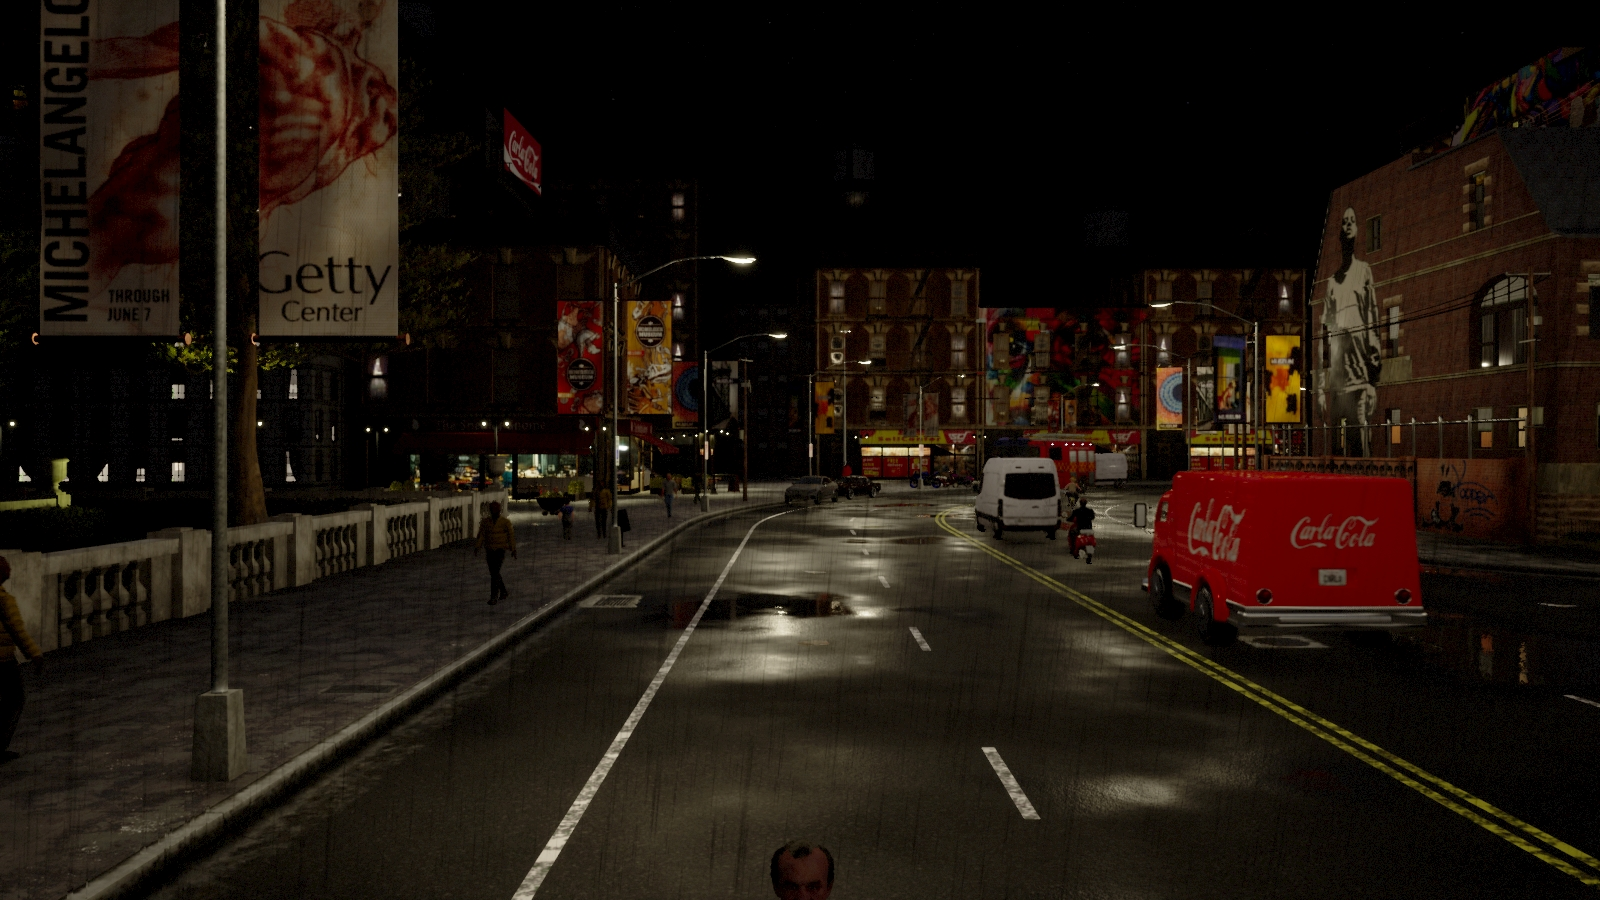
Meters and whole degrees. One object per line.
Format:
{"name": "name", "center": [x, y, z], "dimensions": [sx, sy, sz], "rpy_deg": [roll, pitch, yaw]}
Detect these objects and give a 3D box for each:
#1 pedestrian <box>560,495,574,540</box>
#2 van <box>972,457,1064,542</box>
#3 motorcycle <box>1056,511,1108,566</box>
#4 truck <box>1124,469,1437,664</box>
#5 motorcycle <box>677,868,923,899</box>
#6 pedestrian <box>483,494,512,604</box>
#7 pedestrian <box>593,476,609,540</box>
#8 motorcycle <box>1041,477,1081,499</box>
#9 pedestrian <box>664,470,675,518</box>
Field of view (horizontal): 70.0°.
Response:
{"name": "pedestrian", "center": [-6.835, 1.978, 33.505], "dimensions": [0.375, 1.300, 0.375], "rpy_deg": [0, 0, -12]}
{"name": "van", "center": [7.096, 1.534, 37.811], "dimensions": [1.988, 2.561, 5.915], "rpy_deg": [0, 0, 1]}
{"name": "motorcycle", "center": [7.033, 2.182, 28.543], "dimensions": [0.856, 1.236, 1.805], "rpy_deg": [0, 0, 0]}
{"name": "truck", "center": [7.027, 1.568, 17.568], "dimensions": [2.627, 2.467, 5.204], "rpy_deg": [0, 0, 0]}
{"name": "motorcycle", "center": [-0.002, 2.182, 3.374], "dimensions": [0.856, 1.236, 1.805], "rpy_deg": [0, 0, 0]}
{"name": "pedestrian", "center": [-5.211, 1.696, 19.705], "dimensions": [0.375, 1.860, 0.375], "rpy_deg": [0, 0, 5]}
{"name": "pedestrian", "center": [-5.843, 1.696, 33.540], "dimensions": [0.375, 1.860, 0.375], "rpy_deg": [0, 0, 1]}
{"name": "motorcycle", "center": [15.103, 2.205, 65.999], "dimensions": [2.209, 1.251, 0.867], "rpy_deg": [0, -1, 16]}
{"name": "pedestrian", "center": [-5.039, 1.696, 44.211], "dimensions": [0.375, 1.860, 0.375], "rpy_deg": [0, 0, 4]}
